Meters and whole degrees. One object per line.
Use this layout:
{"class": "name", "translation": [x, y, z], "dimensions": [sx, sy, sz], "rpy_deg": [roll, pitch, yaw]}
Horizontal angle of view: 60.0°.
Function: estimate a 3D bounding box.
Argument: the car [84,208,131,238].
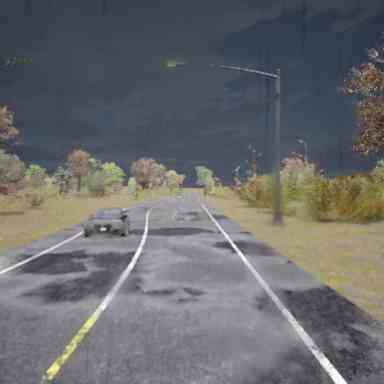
{"class": "car", "translation": [-4.377, 1.558, 17.672], "dimensions": [1.994, 1.385, 4.181], "rpy_deg": [0, 0, -6]}
